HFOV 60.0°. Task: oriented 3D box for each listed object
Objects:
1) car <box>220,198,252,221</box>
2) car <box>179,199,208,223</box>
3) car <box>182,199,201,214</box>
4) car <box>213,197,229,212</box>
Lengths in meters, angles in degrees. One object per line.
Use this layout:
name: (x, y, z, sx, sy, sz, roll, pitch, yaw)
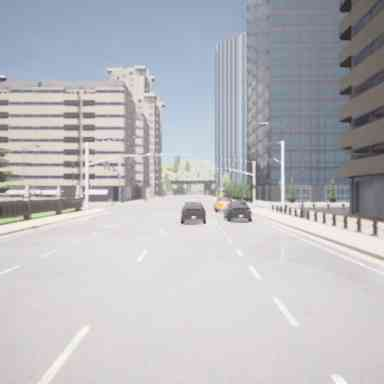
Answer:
car: (3.599, 1.496, 26.716, 1.837, 1.490, 4.892, 0, 0, 0)
car: (0.111, 1.496, 25.391, 1.837, 1.490, 4.892, 0, 0, 0)
car: (-0.119, 1.507, 36.771, 1.812, 1.442, 4.674, 0, 0, -4)
car: (3.598, 1.313, 38.529, 2.097, 1.767, 4.553, 0, 1, 0)
